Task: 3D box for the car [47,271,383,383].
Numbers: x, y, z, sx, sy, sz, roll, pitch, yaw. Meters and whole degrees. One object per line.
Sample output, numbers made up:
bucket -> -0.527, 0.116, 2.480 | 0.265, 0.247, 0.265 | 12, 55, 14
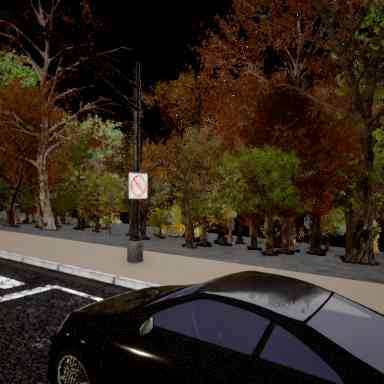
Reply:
car -> 0.397, 1.564, 3.404 | 4.181, 1.385, 1.994 | 0, 0, 36
